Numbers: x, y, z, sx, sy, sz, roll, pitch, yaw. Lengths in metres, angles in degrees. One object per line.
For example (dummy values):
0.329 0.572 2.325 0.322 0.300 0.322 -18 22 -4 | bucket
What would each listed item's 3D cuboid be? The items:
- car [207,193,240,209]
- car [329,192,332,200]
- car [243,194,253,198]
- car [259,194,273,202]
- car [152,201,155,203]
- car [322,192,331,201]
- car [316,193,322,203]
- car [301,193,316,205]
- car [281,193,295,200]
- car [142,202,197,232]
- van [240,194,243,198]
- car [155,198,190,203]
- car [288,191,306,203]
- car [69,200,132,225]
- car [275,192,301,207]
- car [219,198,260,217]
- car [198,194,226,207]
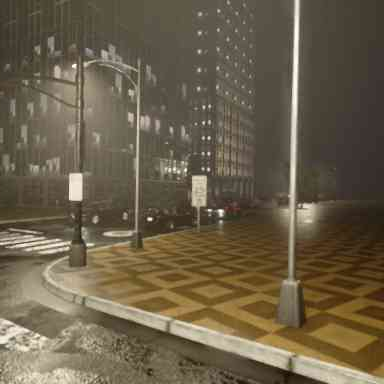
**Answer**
3.802 1.261 40.589 1.812 1.442 4.674 1 1 31 | car
29.908 0.925 74.035 2.192 1.841 5.009 2 1 30 | car
8.401 1.041 53.669 1.967 1.590 4.097 2 1 30 | car
14.075 1.080 63.453 1.887 1.381 4.507 2 1 30 | car
-2.953 1.300 34.106 1.947 1.339 4.313 2 1 30 | car
27.067 1.225 69.152 1.802 1.307 4.206 2 1 30 | car
21.398 1.149 59.374 1.967 1.590 4.097 2 1 30 | car
18.646 1.267 54.635 1.752 1.417 4.829 2 1 30 | car
22.588 0.986 78.127 2.008 1.369 4.403 2 1 30 | car
-1.292 1.540 20.274 1.947 1.339 4.313 2 1 30 | car
5.565 0.975 48.776 1.690 1.788 3.998 2 1 30 | van
-1.290 1.358 31.834 1.994 1.385 4.181 1 1 30 | car
19.359 0.875 60.987 2.150 2.045 5.566 1 1 28 | car
-6.276 1.357 23.230 1.837 1.490 4.892 1 1 30 | car
12.890 1.249 44.711 1.967 1.590 4.097 2 1 30 | car
4.380 1.490 30.050 1.802 1.307 4.206 2 1 30 | car
2.725 1.108 43.886 1.967 1.590 4.097 2 1 30 | car
